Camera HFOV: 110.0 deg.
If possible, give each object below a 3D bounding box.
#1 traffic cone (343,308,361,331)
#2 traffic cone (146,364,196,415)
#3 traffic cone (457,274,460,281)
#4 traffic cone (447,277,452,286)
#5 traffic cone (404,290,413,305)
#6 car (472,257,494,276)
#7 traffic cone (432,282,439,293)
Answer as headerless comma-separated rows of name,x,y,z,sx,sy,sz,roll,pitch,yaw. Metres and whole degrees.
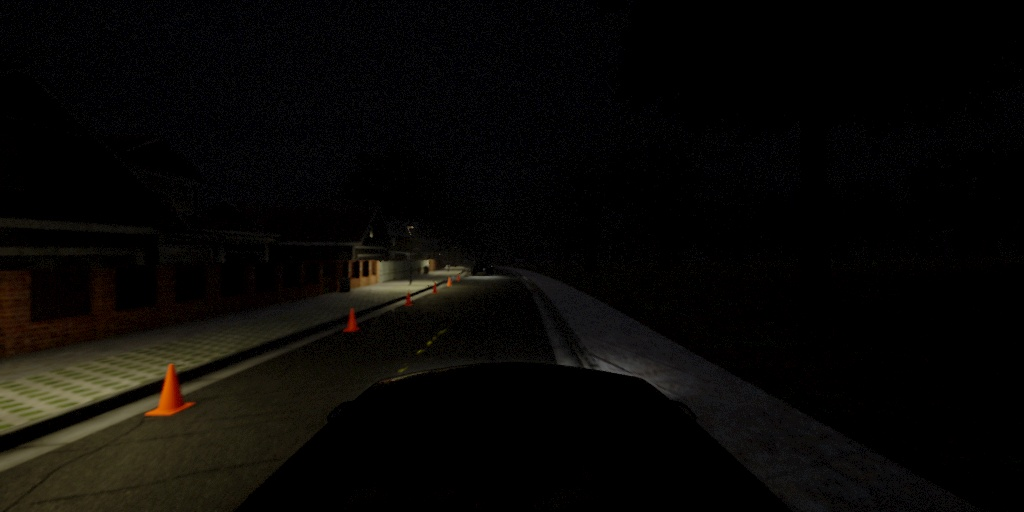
traffic cone,-4.318,1.698,9.690,0.340,0.580,0.340,0,0,2
traffic cone,-4.418,1.696,4.656,0.340,0.580,0.340,0,0,1
traffic cone,-4.419,1.756,29.533,0.340,0.580,0.340,0,0,-2
traffic cone,-4.276,1.735,24.574,0.340,0.580,0.340,0,0,-1
traffic cone,-4.226,1.706,14.651,0.340,0.580,0.340,0,0,1
car,-3.362,1.082,40.249,2.150,2.045,5.566,0,0,-9
traffic cone,-4.212,1.719,19.612,0.340,0.580,0.340,0,0,0
